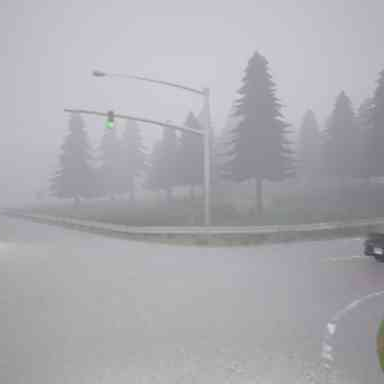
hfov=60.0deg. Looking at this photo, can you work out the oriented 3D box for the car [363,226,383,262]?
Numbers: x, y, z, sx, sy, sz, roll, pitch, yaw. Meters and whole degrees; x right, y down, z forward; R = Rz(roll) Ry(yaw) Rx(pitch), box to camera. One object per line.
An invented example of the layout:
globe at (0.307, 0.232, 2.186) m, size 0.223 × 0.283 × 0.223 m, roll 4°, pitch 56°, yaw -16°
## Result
car at (7.463, 1.429, 10.132) m, size 4.674 × 1.442 × 1.812 m, roll -2°, pitch 0°, yaw -18°
